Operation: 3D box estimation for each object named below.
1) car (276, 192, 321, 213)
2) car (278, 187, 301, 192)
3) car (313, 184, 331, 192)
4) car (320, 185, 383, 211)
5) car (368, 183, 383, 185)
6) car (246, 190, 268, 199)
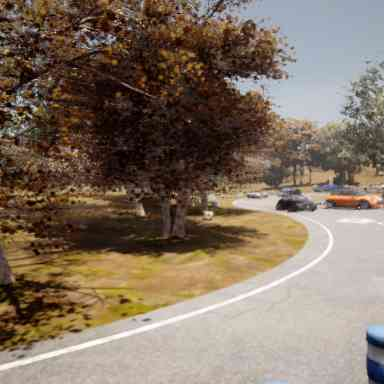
[{"bbox_3d":[8.905,0.969,28.559,1.994,1.385,4.181,-2,2,-11],"label":"car"},{"bbox_3d":[15.058,0.017,51.717,4.902,1.511,2.128,-4,2,-43],"label":"car"},{"bbox_3d":[24.463,-0.658,60.267,5.008,1.535,1.882,-2,1,-9],"label":"car"},{"bbox_3d":[13.875,0.568,28.464,2.097,1.767,4.553,-3,2,-34],"label":"car"},{"bbox_3d":[31.077,-0.802,57.249,4.674,1.442,1.812,-1,2,9],"label":"car"},{"bbox_3d":[9.803,0.379,50.185,1.895,1.301,4.718,-1,2,32],"label":"car"}]
